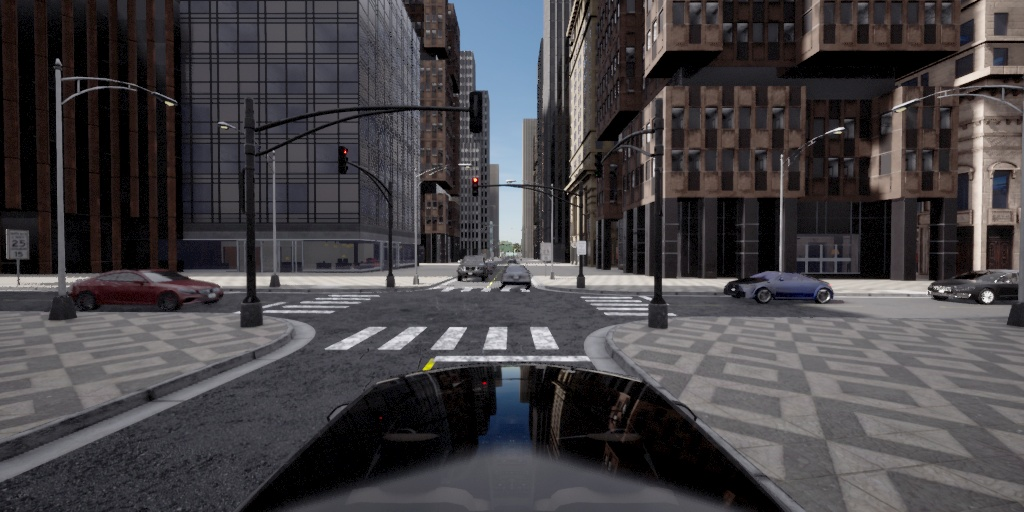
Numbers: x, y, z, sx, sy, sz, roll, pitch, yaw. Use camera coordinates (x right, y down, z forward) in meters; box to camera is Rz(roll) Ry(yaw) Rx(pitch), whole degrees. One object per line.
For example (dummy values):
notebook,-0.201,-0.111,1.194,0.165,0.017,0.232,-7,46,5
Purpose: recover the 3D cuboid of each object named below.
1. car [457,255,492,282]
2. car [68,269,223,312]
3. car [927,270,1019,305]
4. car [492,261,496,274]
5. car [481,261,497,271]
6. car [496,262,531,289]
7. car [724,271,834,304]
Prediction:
car,-3.117,0.955,29.549,2.150,2.045,5.566,0,0,0
car,-13.482,1.196,13.320,4.674,1.442,1.812,0,1,0
car,22.306,1.404,16.609,4.892,1.490,1.837,0,1,0
car,-3.116,1.287,39.575,1.994,1.385,4.181,0,0,0
car,-3.118,1.312,49.741,1.895,1.301,4.718,0,0,0
car,0.190,1.283,23.010,2.033,1.411,5.357,0,0,-1
car,12.225,1.388,16.585,4.181,1.385,1.994,0,1,0
